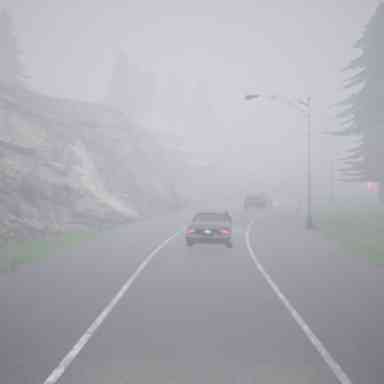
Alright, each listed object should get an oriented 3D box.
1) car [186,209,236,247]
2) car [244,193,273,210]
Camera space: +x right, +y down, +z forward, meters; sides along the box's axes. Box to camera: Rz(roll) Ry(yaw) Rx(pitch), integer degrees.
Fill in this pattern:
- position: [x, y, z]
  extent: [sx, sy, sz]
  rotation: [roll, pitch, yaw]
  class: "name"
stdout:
- position: [0.902, 1.454, 14.685]
  extent: [2.033, 1.411, 5.357]
  rotation: [0, 1, 7]
  class: "car"
- position: [6.491, 0.827, 32.293]
  extent: [2.128, 1.511, 4.902]
  rotation: [-1, 2, 26]
  class: "car"
